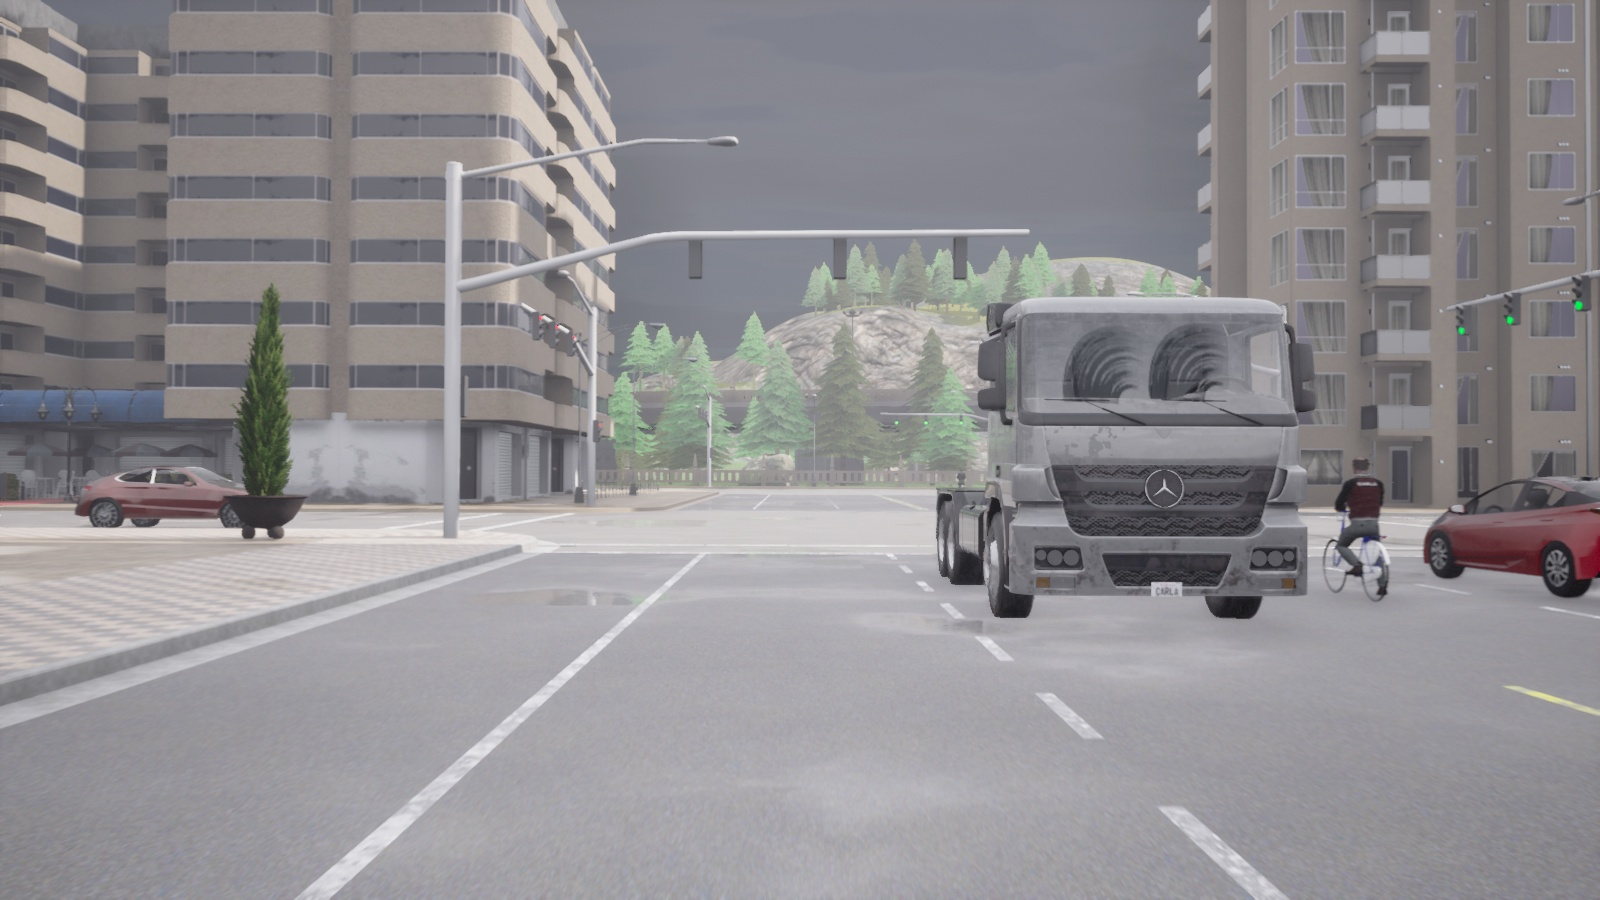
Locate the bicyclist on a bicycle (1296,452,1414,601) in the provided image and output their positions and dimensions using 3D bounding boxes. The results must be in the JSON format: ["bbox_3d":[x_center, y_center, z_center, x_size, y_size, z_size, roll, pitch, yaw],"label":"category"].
[{"bbox_3d":[6.963,0.923,15.863,0.659,1.776,1.843,0,-1,0],"label":"bicyclist on a bicycle"}]

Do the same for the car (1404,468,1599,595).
[{"bbox_3d":[10.460,1.010,17.374,2.007,1.525,4.514,0,-1,0],"label":"car"}]

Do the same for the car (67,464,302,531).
[{"bbox_3d":[-15.828,1.201,32.511,5.027,1.651,2.152,0,-1,1],"label":"car"}]

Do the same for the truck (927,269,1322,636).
[{"bbox_3d":[3.459,0.084,15.837,2.891,3.462,7.936,0,-1,0],"label":"truck"}]
